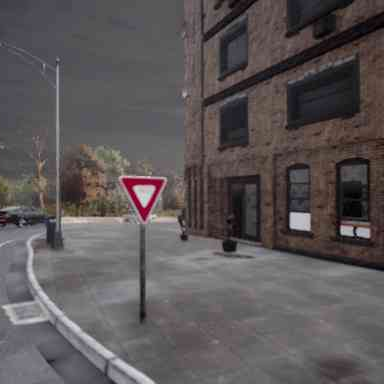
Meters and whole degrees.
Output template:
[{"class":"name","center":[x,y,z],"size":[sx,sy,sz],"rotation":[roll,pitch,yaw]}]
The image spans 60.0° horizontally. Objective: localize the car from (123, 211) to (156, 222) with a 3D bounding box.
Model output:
[{"class":"car","center":[-6.201,2.946,40.075],"size":[1.895,1.301,4.718],"rotation":[0,-4,25]}]

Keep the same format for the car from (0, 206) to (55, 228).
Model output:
[{"class":"car","center":[-12.191,1.823,24.511],"size":[1.837,1.490,4.892],"rotation":[-1,-3,15]}]

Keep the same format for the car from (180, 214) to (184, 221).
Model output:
[{"class":"car","center":[0.037,3.327,45.524],"size":[1.837,1.490,4.892],"rotation":[0,-4,26]}]
